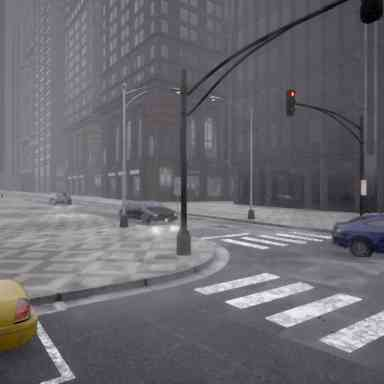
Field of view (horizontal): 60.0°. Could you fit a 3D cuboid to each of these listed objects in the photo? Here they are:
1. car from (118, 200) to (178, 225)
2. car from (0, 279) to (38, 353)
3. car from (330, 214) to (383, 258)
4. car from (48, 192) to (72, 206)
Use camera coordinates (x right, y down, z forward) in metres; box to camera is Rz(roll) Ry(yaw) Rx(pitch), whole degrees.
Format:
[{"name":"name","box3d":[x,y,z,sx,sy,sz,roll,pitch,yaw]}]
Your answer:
[{"name":"car","box3d":[-3.026,1.204,21.624,2.033,1.411,5.357,0,1,-36]},{"name":"car","box3d":[-4.347,1.525,3.543,4.829,1.417,1.752,0,0,-36]},{"name":"car","box3d":[7.050,1.461,10.886,4.674,1.442,1.812,1,1,31]},{"name":"car","box3d":[-15.426,0.779,38.788,1.837,1.490,4.892,0,1,-36]}]
